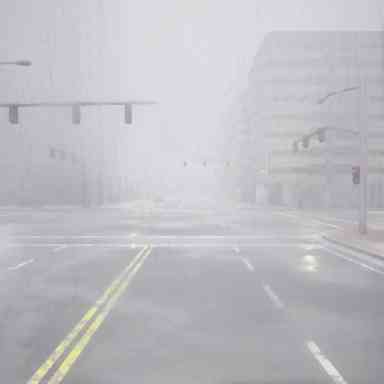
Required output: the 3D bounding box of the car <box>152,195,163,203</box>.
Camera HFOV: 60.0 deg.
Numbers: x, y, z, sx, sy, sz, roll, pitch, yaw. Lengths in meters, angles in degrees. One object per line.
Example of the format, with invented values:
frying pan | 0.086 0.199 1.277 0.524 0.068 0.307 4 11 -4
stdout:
car | -7.000 1.434 68.749 1.837 1.490 4.892 0 0 0
